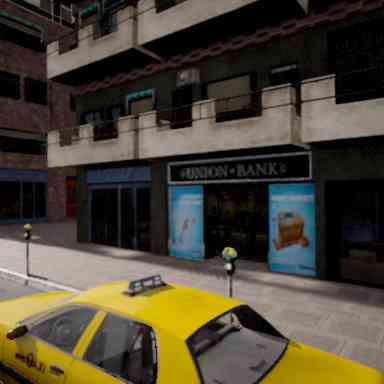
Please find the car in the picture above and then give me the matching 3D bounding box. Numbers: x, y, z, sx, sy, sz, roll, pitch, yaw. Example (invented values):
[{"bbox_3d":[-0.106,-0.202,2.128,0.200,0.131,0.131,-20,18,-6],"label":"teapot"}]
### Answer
[{"bbox_3d":[-0.678,1.510,3.374,4.829,1.417,1.752,0,-1,36],"label":"car"}]
